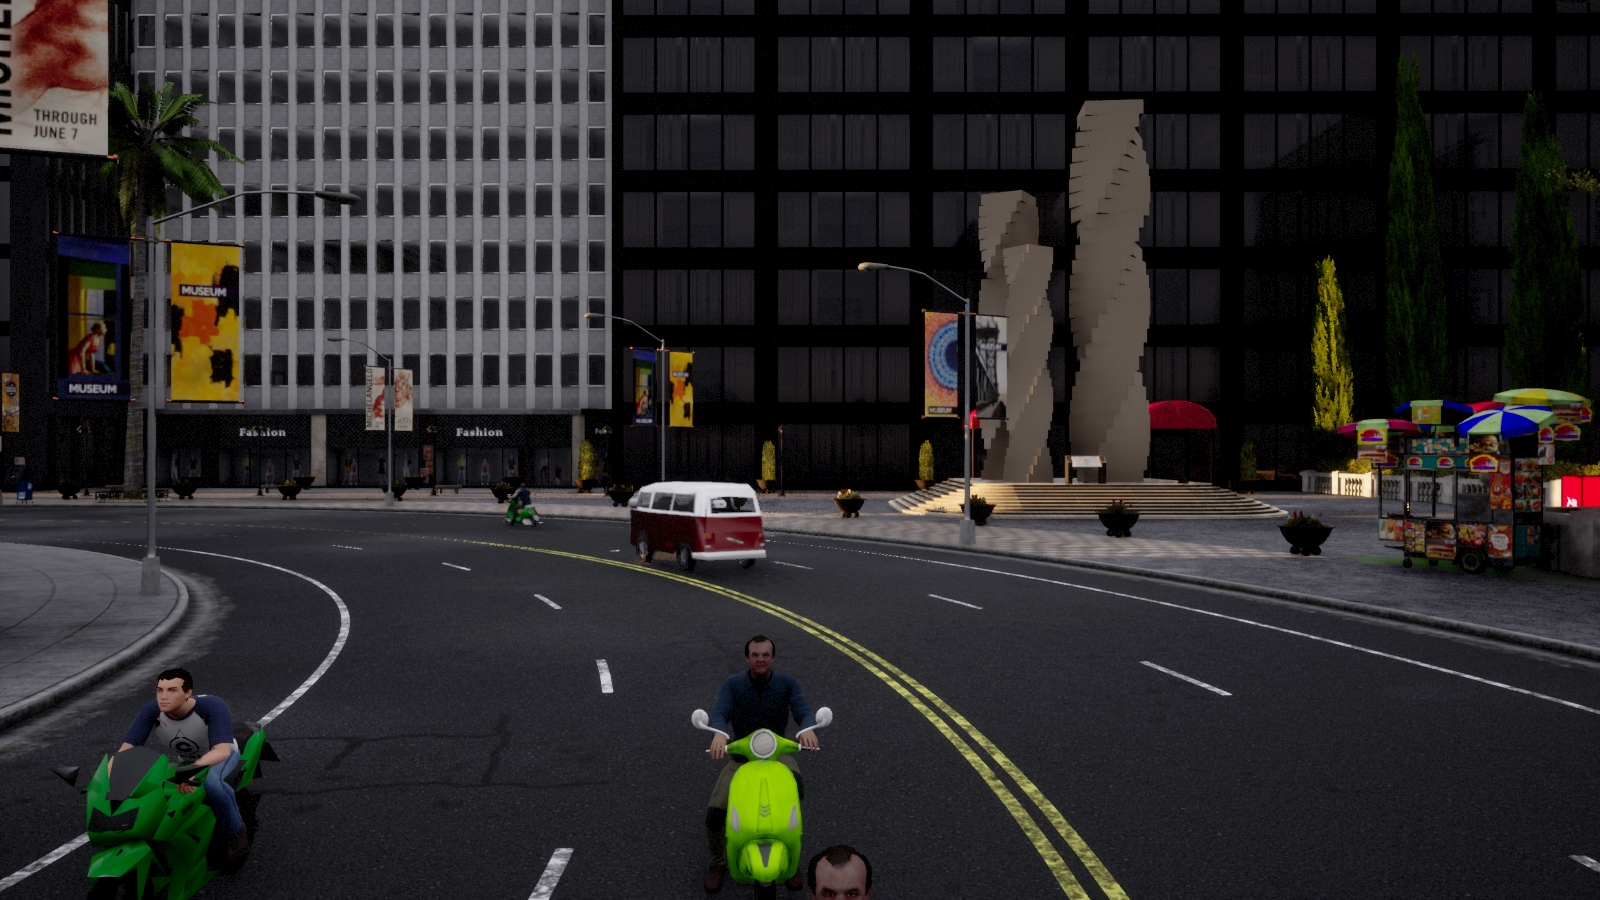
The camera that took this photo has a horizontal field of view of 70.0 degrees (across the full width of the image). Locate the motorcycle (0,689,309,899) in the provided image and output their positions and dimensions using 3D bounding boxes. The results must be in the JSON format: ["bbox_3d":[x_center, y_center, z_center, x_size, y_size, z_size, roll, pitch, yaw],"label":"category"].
[{"bbox_3d":[-3.697,2.213,6.785,0.803,1.145,2.033,0,0,-4],"label":"motorcycle"}]

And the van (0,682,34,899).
[{"bbox_3d":[-3.531,1.783,1.506,2.069,2.038,4.480,0,0,-1],"label":"van"}]

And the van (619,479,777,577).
[{"bbox_3d":[-2.556,1.782,27.556,2.069,2.038,4.480,1,0,-30],"label":"van"}]

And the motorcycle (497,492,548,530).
[{"bbox_3d":[-10.016,2.182,41.199,1.805,1.236,0.856,0,2,39],"label":"motorcycle"}]
